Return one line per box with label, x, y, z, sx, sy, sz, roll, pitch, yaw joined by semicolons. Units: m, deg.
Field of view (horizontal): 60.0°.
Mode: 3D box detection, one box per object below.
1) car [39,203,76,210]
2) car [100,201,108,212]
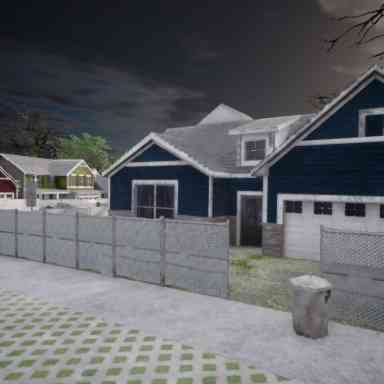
car;-13.215;1.766;32.846;1.994;1.385;4.181;1;0;18
car;-10.029;1.793;42.656;2.128;1.511;4.902;1;0;17
